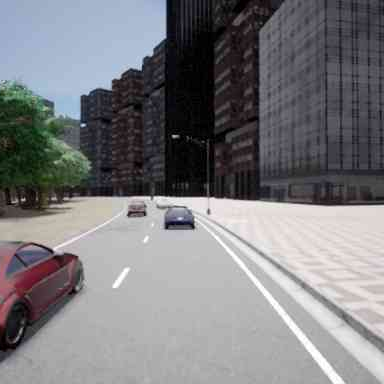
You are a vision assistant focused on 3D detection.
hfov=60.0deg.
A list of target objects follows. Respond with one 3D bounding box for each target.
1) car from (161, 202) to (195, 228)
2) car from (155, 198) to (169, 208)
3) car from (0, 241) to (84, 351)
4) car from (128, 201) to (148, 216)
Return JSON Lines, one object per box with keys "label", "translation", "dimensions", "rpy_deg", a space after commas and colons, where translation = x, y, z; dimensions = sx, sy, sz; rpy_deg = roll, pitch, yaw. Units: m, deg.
{"label": "car", "translation": [-0.912, 1.623, 22.737], "dimensions": [1.994, 1.385, 4.181], "rpy_deg": [0, 0, -5]}
{"label": "car", "translation": [-4.240, 1.573, 48.186], "dimensions": [1.812, 1.442, 4.674], "rpy_deg": [0, 0, -10]}
{"label": "car", "translation": [-3.527, 1.603, 6.239], "dimensions": [1.994, 1.385, 4.181], "rpy_deg": [0, 0, -1]}
{"label": "car", "translation": [-5.550, 1.618, 33.991], "dimensions": [2.033, 1.411, 5.357], "rpy_deg": [0, 0, -8]}
